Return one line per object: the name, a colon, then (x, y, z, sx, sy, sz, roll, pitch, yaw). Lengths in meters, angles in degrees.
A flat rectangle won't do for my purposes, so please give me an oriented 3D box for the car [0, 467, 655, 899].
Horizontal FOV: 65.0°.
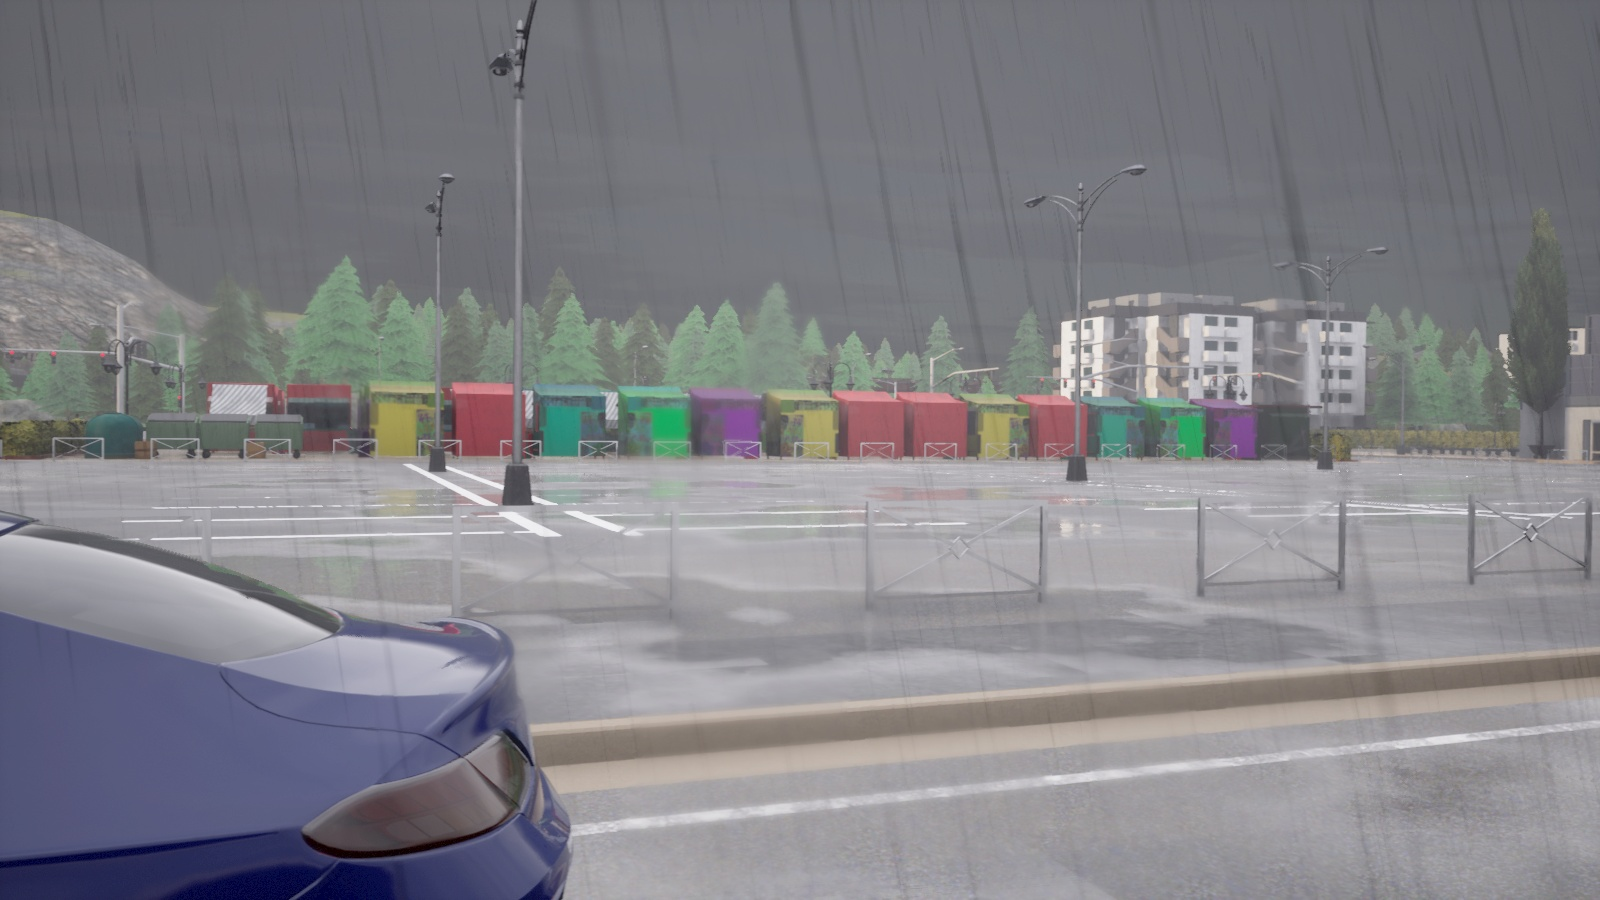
car: (-2.756, 0.819, 2.193, 4.674, 1.442, 1.812, -1, 1, -21)
